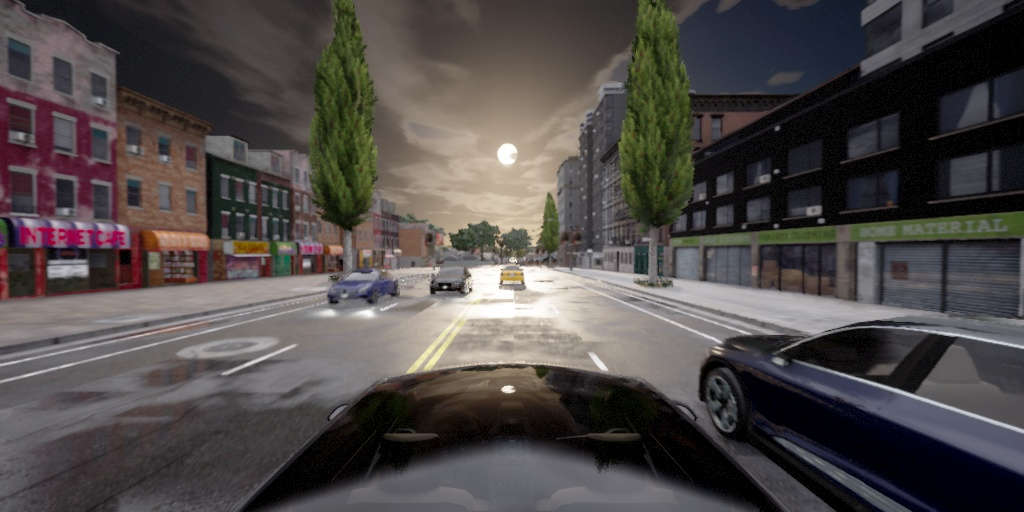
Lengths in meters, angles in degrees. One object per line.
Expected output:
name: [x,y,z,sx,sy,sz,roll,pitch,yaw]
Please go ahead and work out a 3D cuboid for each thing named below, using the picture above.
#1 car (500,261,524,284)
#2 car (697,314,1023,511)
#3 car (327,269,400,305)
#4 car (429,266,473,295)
car: [0.007,1.301,27.724,1.801,1.575,5.366,0,0,0]
car: [3.251,1.182,2.458,2.033,1.649,4.856,0,0,0]
car: [-6.563,1.315,16.403,1.812,1.442,4.674,0,0,0]
car: [-3.283,1.310,20.084,1.837,1.490,4.892,0,-1,1]
